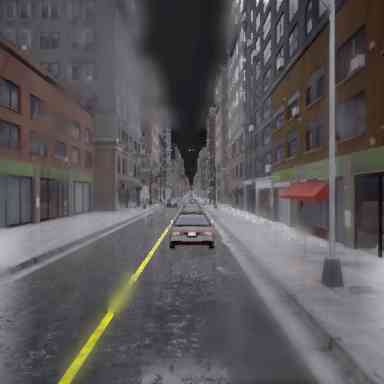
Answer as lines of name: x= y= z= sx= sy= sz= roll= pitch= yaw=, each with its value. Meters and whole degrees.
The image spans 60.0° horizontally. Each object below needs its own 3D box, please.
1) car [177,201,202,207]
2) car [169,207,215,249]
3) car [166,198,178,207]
car: x=0.000 y=1.638 z=29.652 sx=1.994 sy=1.385 sz=4.181 roll=0 pitch=0 yaw=0
car: x=0.000 y=1.584 z=14.652 sx=2.033 sy=1.411 sz=5.357 roll=0 pitch=0 yaw=0
car: x=-2.999 y=1.710 z=52.653 sx=1.837 sy=1.490 sz=4.892 roll=0 pitch=0 yaw=0
